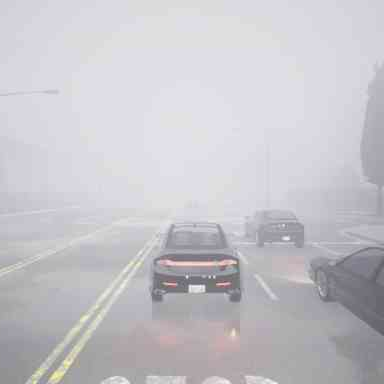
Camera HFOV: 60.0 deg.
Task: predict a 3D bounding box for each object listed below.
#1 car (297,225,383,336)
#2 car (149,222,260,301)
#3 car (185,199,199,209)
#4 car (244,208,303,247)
[{"bbox_3d":[3.587,1.547,5.242,2.033,1.411,5.357,0,0,0],"label":"car"},{"bbox_3d":[0.080,1.492,8.287,2.128,1.511,4.902,0,0,0],"label":"car"},{"bbox_3d":[-0.008,1.601,44.106,1.895,1.301,4.718,0,0,0],"label":"car"},{"bbox_3d":[3.562,1.505,14.989,1.837,1.490,4.892,0,0,0],"label":"car"}]
